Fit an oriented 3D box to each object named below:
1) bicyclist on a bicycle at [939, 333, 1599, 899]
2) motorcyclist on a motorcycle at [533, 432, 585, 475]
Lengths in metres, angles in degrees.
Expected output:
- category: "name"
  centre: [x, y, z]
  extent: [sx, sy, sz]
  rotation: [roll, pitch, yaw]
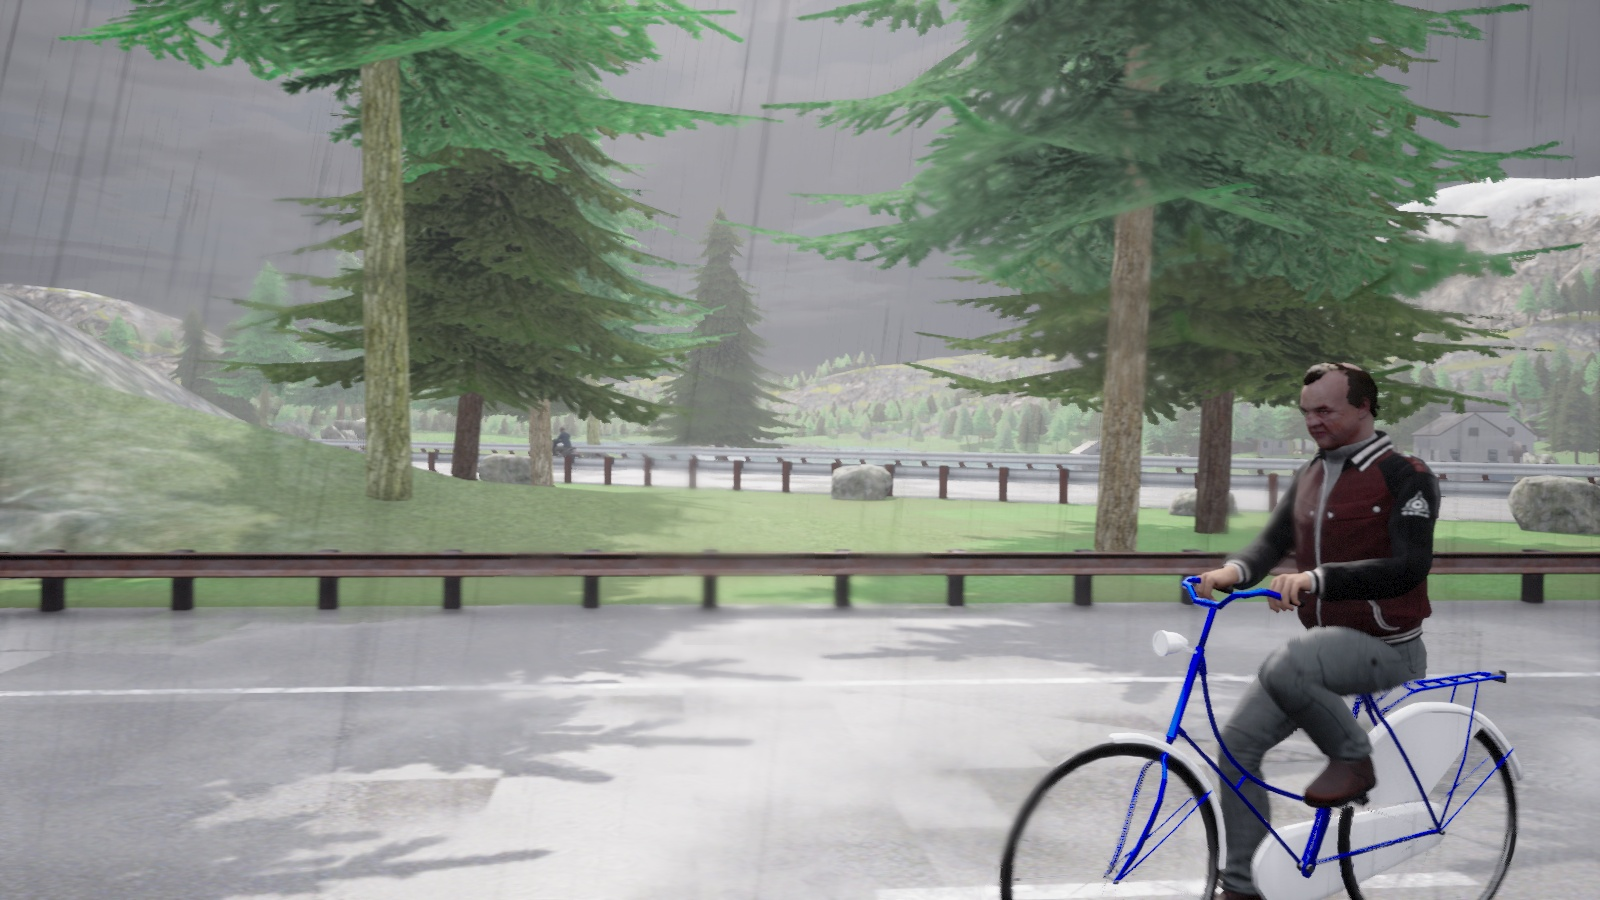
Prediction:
- category: "bicyclist on a bicycle"
  centre: [1.381, 0.599, 3.595]
  extent: [1.843, 1.776, 0.659]
  rotation: [-1, 1, -20]
- category: "motorcyclist on a motorcycle"
  centre: [-9.095, 0.129, 47.410]
  extent: [1.817, 1.590, 0.866]
  rotation: [0, 1, 34]
